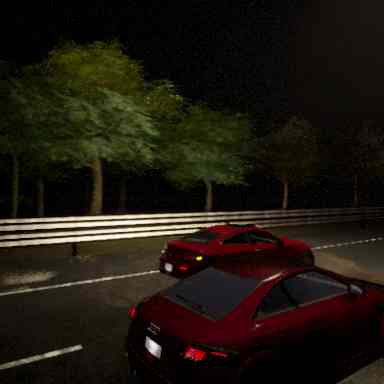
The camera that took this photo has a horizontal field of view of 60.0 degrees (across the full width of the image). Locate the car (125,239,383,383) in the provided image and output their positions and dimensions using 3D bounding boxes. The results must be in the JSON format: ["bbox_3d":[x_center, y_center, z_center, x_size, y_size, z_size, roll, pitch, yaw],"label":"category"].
[{"bbox_3d":[1.226,1.601,4.618,4.181,1.385,1.994,1,0,-35],"label":"car"}]

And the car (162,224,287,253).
[{"bbox_3d":[1.337,1.590,8.998,4.674,1.442,1.812,1,0,-35],"label":"car"}]
